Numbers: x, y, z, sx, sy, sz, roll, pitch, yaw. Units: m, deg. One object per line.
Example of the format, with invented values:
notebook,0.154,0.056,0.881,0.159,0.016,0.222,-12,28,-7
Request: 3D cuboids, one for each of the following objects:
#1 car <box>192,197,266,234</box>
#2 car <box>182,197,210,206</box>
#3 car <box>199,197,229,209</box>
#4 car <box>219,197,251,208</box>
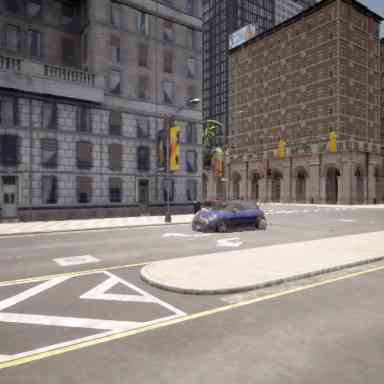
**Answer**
car,2.197,1.351,19.503,4.553,1.767,2.097,0,0,-35
car,0.596,1.547,56.601,2.033,1.411,5.357,0,0,-34
car,3.039,1.526,46.977,1.812,1.442,4.674,0,0,-35
car,6.246,1.505,48.495,1.837,1.490,4.892,0,0,-35
